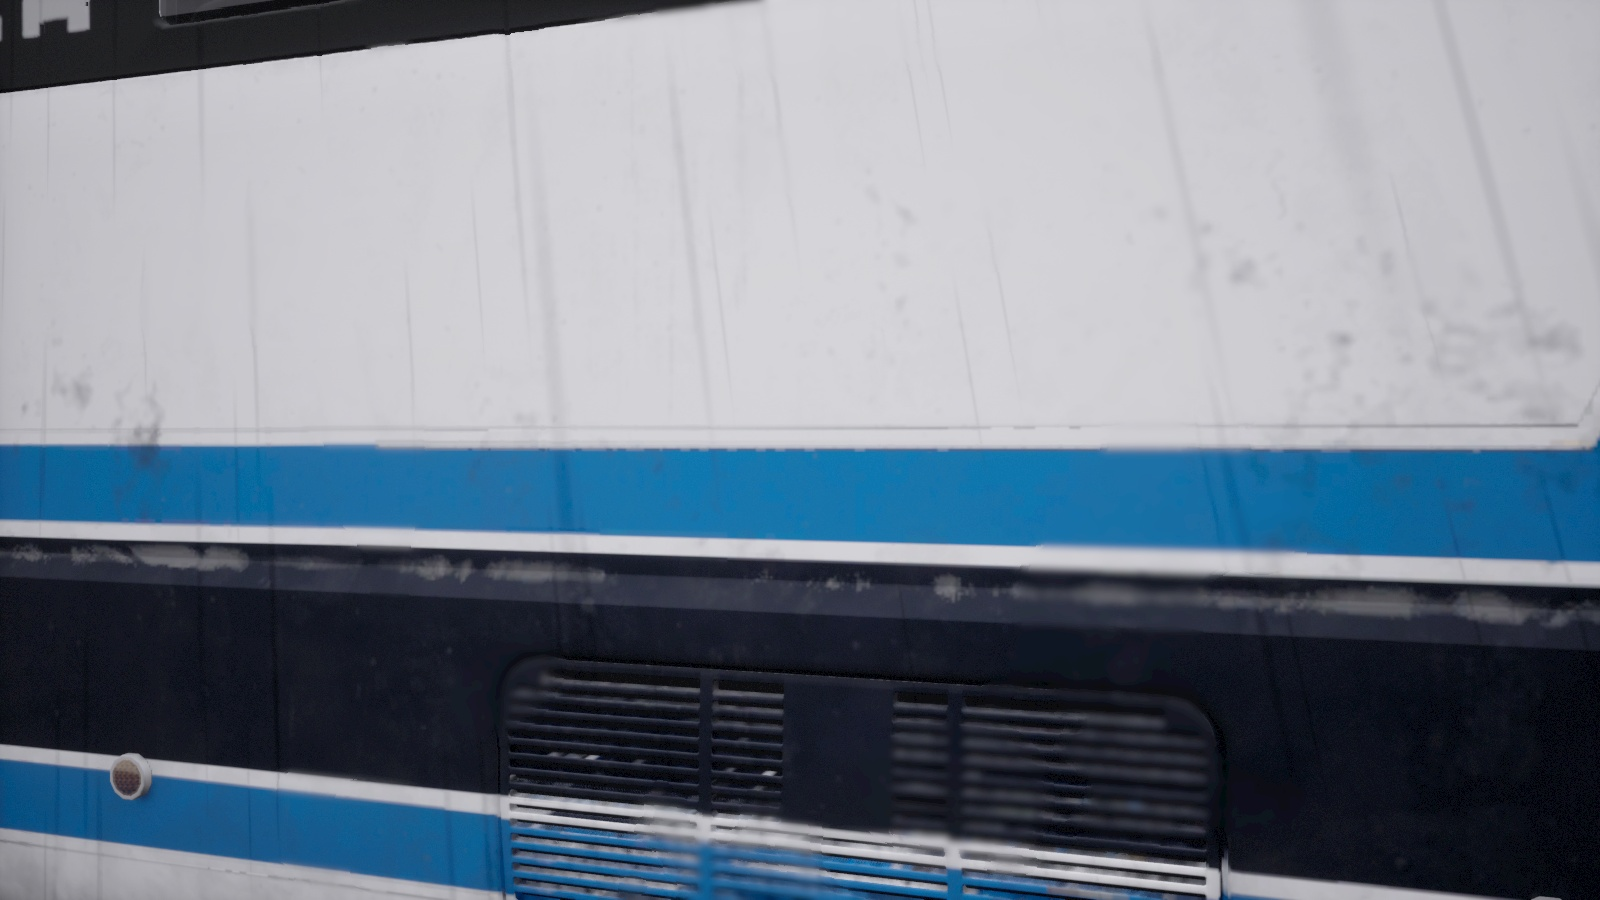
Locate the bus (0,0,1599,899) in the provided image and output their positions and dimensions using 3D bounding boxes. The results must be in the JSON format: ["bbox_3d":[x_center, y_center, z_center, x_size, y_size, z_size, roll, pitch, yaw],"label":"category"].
[{"bbox_3d":[-0.127,-0.610,3.748,10.273,4.253,3.944,1,1,19],"label":"bus"}]
